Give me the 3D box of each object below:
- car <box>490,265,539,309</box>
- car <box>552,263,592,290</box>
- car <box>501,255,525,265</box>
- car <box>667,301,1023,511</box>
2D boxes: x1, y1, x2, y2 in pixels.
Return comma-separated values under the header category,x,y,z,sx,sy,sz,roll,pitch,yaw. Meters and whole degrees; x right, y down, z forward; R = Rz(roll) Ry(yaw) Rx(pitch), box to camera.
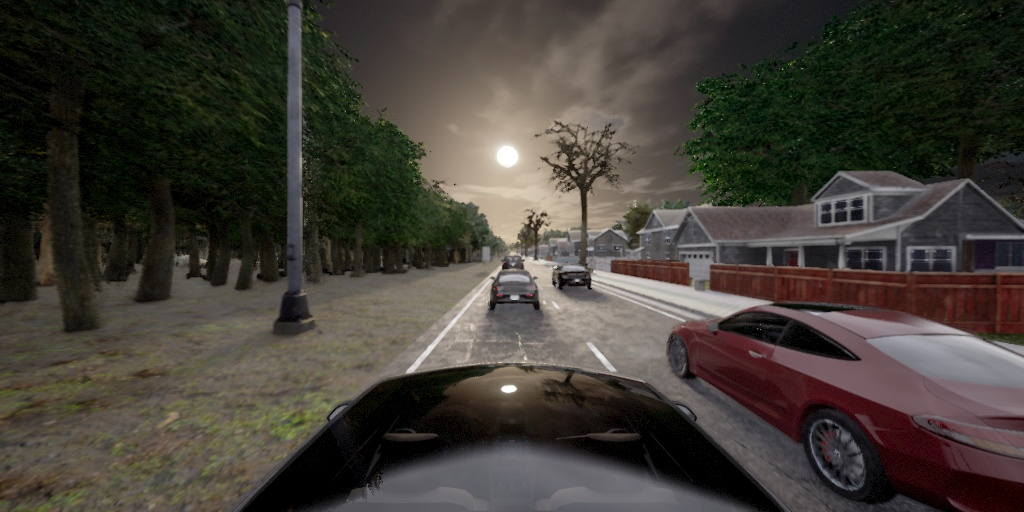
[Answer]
category,x,y,z,sx,sy,sz,roll,pitch,yaw
car,0.086,1.248,14.569,1.812,1.442,4.674,0,0,0
car,3.595,1.183,22.247,1.882,1.535,5.008,0,0,0
car,0.094,0.896,35.763,2.150,2.045,5.566,0,0,0
car,3.588,1.271,4.281,1.812,1.442,4.674,0,0,0
